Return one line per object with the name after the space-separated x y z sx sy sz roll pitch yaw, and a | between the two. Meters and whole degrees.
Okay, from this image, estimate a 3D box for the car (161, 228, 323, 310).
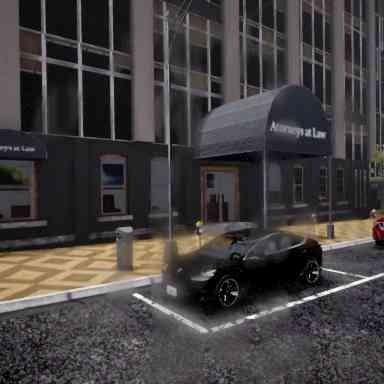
1.342 1.564 7.824 4.313 1.339 1.947 0 -1 -37 | car

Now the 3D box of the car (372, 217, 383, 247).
9.615 1.310 14.030 5.009 1.841 2.192 0 -1 -37 | car
